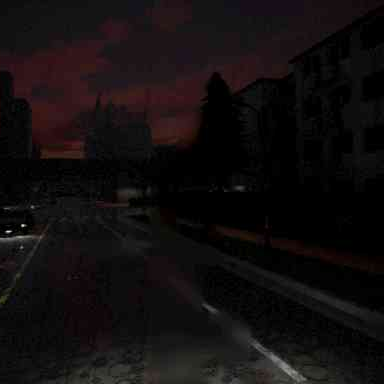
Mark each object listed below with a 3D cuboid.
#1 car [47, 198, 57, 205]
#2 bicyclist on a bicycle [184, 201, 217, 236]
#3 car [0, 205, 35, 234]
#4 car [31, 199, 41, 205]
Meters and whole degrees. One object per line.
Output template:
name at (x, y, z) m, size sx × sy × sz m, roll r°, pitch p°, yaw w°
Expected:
car at (-34.143, 2.226, 81.267) m, size 2.097 × 1.767 × 4.553 m, roll -2°, pitch 0°, yaw -20°
bicyclist on a bicycle at (0.394, 1.255, 15.664) m, size 1.656 × 1.620 × 0.582 m, roll -2°, pitch 0°, yaw -20°
car at (-11.130, 1.841, 21.070) m, size 2.033 × 1.411 × 5.357 m, roll -2°, pitch 0°, yaw -20°
car at (-37.407, 2.498, 80.020) m, size 2.128 × 1.511 × 4.902 m, roll -2°, pitch 0°, yaw -20°
